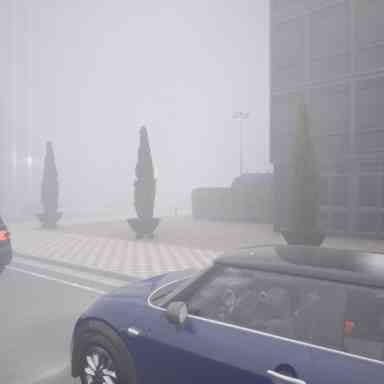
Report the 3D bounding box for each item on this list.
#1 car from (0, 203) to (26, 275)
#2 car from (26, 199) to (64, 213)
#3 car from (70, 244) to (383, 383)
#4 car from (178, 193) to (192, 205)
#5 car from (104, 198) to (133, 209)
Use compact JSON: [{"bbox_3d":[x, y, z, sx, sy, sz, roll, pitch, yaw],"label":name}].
[{"bbox_3d":[-7.074,1.222,9.017,5.566,2.045,2.150,0,0,36],"label":"car"},{"bbox_3d":[-16.833,1.491,37.219,2.128,1.511,4.902,0,0,35],"label":"car"},{"bbox_3d":[0.788,1.352,3.431,4.553,1.767,2.097,0,0,36],"label":"car"},{"bbox_3d":[-0.254,1.225,60.779,2.150,2.045,5.566,0,0,35],"label":"car"},{"bbox_3d":[-10.208,1.564,46.681,1.994,1.385,4.181,0,0,35],"label":"car"}]
